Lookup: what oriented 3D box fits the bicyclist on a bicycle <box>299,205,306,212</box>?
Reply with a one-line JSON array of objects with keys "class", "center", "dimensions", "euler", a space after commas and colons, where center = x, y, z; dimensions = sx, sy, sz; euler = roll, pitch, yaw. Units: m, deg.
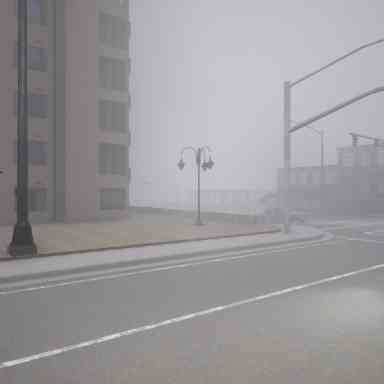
[{"class": "bicyclist on a bicycle", "center": [13.575, 2.464, 40.693], "dimensions": [1.656, 1.620, 0.582], "euler": [0, -8, -35]}]

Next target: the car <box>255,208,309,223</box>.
[{"class": "car", "center": [7.958, 2.096, 29.830], "dimensions": [1.895, 1.301, 4.718], "euler": [0, -4, -36]}]
